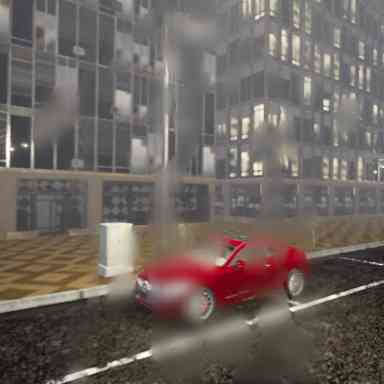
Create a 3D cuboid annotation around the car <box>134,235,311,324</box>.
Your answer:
[{"bbox_3d":[0.843,1.626,7.158,4.206,1.307,1.802,1,0,-36],"label":"car"}]
